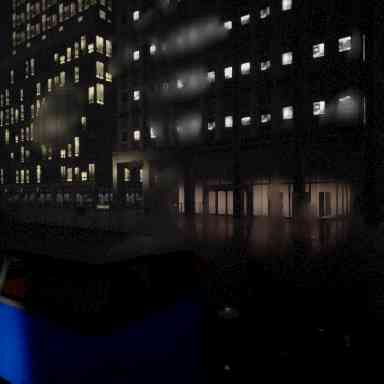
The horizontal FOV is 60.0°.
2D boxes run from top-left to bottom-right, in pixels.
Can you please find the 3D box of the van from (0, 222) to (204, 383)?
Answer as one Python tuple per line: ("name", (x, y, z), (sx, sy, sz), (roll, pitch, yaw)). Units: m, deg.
("van", (-1.774, 1.342, 4.150), (3.998, 1.788, 1.690), (0, 0, 36))
